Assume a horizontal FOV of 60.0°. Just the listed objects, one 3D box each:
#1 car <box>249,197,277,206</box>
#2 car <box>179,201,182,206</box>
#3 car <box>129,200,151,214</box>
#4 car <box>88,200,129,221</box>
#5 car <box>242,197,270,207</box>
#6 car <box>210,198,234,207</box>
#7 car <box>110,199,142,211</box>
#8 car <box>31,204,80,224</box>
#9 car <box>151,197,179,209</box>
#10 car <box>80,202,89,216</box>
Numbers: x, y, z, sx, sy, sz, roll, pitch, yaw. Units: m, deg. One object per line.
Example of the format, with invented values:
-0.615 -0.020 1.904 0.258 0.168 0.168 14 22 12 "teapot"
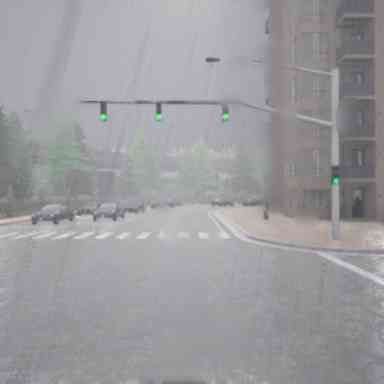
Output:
13.178 1.689 61.659 4.892 1.490 1.837 0 0 -24 "car"
-3.584 1.773 56.167 1.994 1.385 4.181 0 0 33 "car"
-6.598 1.690 38.093 2.033 1.411 5.357 0 0 6 "car"
-6.986 1.629 28.404 1.812 1.442 4.674 0 0 1 "car"
10.448 1.732 55.876 4.181 1.385 1.994 0 0 -37 "car"
5.090 1.709 55.796 4.674 1.442 1.812 0 0 -42 "car"
-8.811 1.724 44.809 2.033 1.411 5.357 0 0 16 "car"
-10.526 1.627 25.579 1.812 1.442 4.674 0 0 1 "car"
-4.190 1.528 47.740 2.097 1.767 4.553 0 0 22 "car"
-10.252 1.701 34.319 1.994 1.385 4.181 0 0 2 "car"
